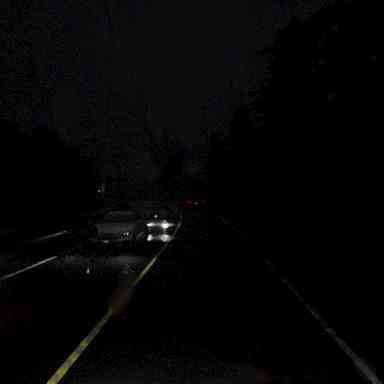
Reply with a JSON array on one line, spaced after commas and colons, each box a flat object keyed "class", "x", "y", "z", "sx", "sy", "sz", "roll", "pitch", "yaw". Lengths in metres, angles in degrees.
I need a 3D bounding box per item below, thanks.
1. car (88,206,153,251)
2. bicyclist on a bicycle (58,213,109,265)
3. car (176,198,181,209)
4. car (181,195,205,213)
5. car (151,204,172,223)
[{"class": "car", "x": -3.073, "y": 1.559, "z": 14.528, "sx": 1.812, "sy": 1.442, "sz": 4.674, "roll": 0, "pitch": 0, "yaw": 2}, {"class": "bicyclist on a bicycle", "x": -3.406, "y": 1.477, "z": 10.369, "sx": 1.656, "sy": 1.620, "sz": 0.582, "roll": -2, "pitch": 0, "yaw": 3}, {"class": "car", "x": -1.167, "y": 1.630, "z": 49.127, "sx": 1.837, "sy": 1.490, "sz": 4.892, "roll": 0, "pitch": 0, "yaw": -10}, {"class": "car", "x": 0.238, "y": 1.321, "z": 38.727, "sx": 2.150, "sy": 2.045, "sz": 5.566, "roll": 0, "pitch": 0, "yaw": -5}, {"class": "car", "x": -2.649, "y": 1.630, "z": 26.471, "sx": 1.994, "sy": 1.385, "sz": 4.181, "roll": 0, "pitch": 0, "yaw": 0}]
